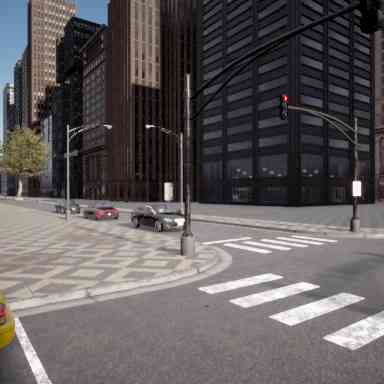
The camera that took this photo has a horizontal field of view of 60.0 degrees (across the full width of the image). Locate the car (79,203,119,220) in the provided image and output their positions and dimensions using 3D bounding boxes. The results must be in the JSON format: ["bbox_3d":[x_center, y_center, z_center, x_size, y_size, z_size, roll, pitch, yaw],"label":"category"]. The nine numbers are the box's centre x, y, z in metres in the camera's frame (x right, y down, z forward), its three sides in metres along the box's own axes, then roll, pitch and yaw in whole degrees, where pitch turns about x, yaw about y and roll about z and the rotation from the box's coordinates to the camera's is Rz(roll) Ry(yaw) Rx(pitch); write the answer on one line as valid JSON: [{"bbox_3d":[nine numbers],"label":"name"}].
[{"bbox_3d":[-7.829,1.630,28.560,1.994,1.385,4.181,0,0,-35],"label":"car"}]

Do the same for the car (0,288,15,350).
[{"bbox_3d":[-4.573,1.525,3.389,4.829,1.417,1.752,0,0,-36],"label":"car"}]

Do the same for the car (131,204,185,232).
[{"bbox_3d":[-2.078,1.534,20.561,2.128,1.511,4.902,0,0,-36],"label":"car"}]

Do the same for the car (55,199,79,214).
[{"bbox_3d":[-13.851,1.596,36.935,1.837,1.490,4.892,0,0,-36],"label":"car"}]
